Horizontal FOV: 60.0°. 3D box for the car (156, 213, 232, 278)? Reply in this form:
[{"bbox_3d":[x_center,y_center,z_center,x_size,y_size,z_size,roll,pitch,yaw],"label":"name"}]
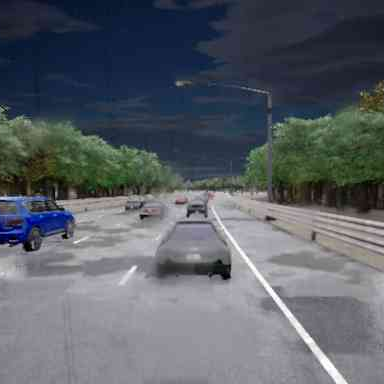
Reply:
[{"bbox_3d":[0.062,1.554,10.096,1.994,1.385,4.181,0,0,1],"label":"car"}]

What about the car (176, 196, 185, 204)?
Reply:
[{"bbox_3d":[-1.695,1.434,57.872,1.994,1.385,4.181,0,0,3],"label":"car"}]

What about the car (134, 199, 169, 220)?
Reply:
[{"bbox_3d":[-3.056,1.501,27.420,2.033,1.411,5.357,0,0,2],"label":"car"}]

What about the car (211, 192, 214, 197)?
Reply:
[{"bbox_3d":[4.061,0.968,89.262,2.150,2.045,5.566,0,0,5],"label":"car"}]

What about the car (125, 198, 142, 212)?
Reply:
[{"bbox_3d":[-6.194,1.419,37.373,2.128,1.511,4.902,0,0,2],"label":"car"}]

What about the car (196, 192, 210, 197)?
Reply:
[{"bbox_3d":[1.217,1.256,48.595,2.097,1.767,4.553,0,0,3],"label":"car"}]

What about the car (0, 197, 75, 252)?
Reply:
[{"bbox_3d":[-6.826,1.198,13.907,2.150,2.045,5.566,0,0,1],"label":"car"}]

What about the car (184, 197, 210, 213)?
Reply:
[{"bbox_3d":[0.495,1.457,30.787,1.837,1.490,4.892,0,0,2],"label":"car"}]
